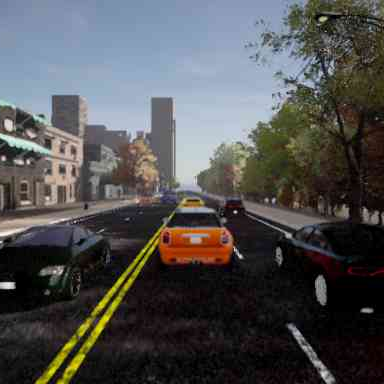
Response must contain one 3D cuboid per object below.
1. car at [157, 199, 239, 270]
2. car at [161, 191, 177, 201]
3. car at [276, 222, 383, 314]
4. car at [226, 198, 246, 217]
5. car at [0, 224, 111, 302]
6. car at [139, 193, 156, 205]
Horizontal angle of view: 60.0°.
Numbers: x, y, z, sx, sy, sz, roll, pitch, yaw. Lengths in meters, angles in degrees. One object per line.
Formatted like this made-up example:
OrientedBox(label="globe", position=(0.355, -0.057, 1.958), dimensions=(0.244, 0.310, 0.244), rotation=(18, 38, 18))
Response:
OrientedBox(label="car", position=(0.098, 1.262, 10.862), dimensions=(2.097, 1.767, 4.553), rotation=(0, 0, 0))
OrientedBox(label="car", position=(-3.333, 0.816, 49.231), dimensions=(2.150, 2.045, 5.566), rotation=(0, 0, 0))
OrientedBox(label="car", position=(3.348, 1.414, 7.626), dimensions=(1.882, 1.535, 5.008), rotation=(0, 0, 0))
OrientedBox(label="car", position=(3.344, 1.275, 27.973), dimensions=(1.837, 1.490, 4.892), rotation=(0, 0, 0))
OrientedBox(label="car", position=(-3.353, 1.497, 8.037), dimensions=(1.994, 1.385, 4.181), rotation=(0, 0, 0))
OrientedBox(label="car", position=(-6.581, 0.945, 49.478), dimensions=(2.097, 1.767, 4.553), rotation=(0, 0, 0))
